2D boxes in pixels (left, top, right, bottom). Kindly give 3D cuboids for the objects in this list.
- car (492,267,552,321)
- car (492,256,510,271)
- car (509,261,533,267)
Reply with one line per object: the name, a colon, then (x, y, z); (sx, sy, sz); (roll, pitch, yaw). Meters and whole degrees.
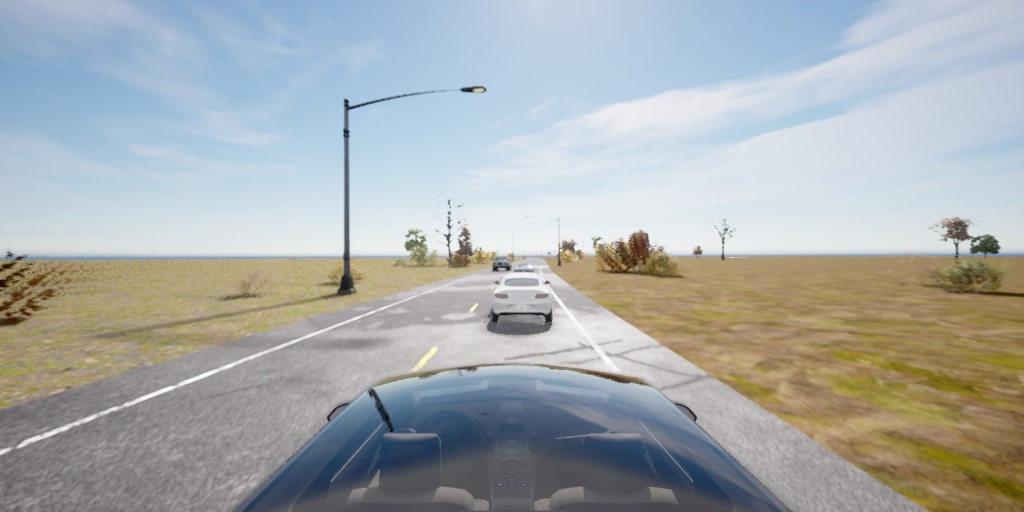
car: (0.349, 1.279, 12.337); (1.812, 1.442, 4.674); (0, 0, 2)
car: (-1.364, 0.999, 49.019); (2.150, 2.045, 5.566); (0, 0, 5)
car: (1.092, 1.305, 30.480); (2.033, 1.411, 5.357); (0, 0, 3)
